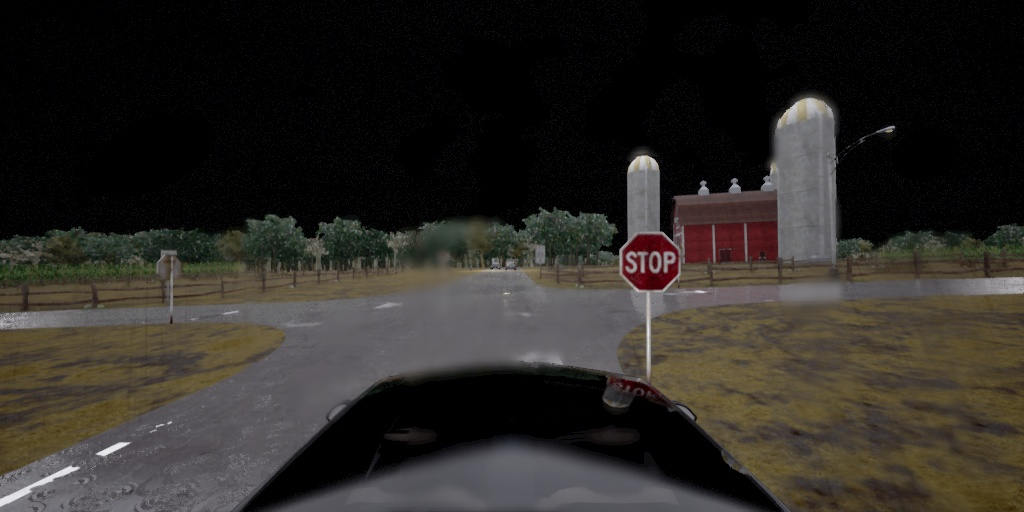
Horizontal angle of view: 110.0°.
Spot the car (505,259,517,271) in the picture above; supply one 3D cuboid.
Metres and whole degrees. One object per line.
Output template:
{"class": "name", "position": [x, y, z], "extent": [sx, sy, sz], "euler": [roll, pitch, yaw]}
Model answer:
{"class": "car", "position": [-0.195, 1.706, 61.059], "extent": [2.128, 1.511, 4.902], "euler": [0, -1, 0]}
